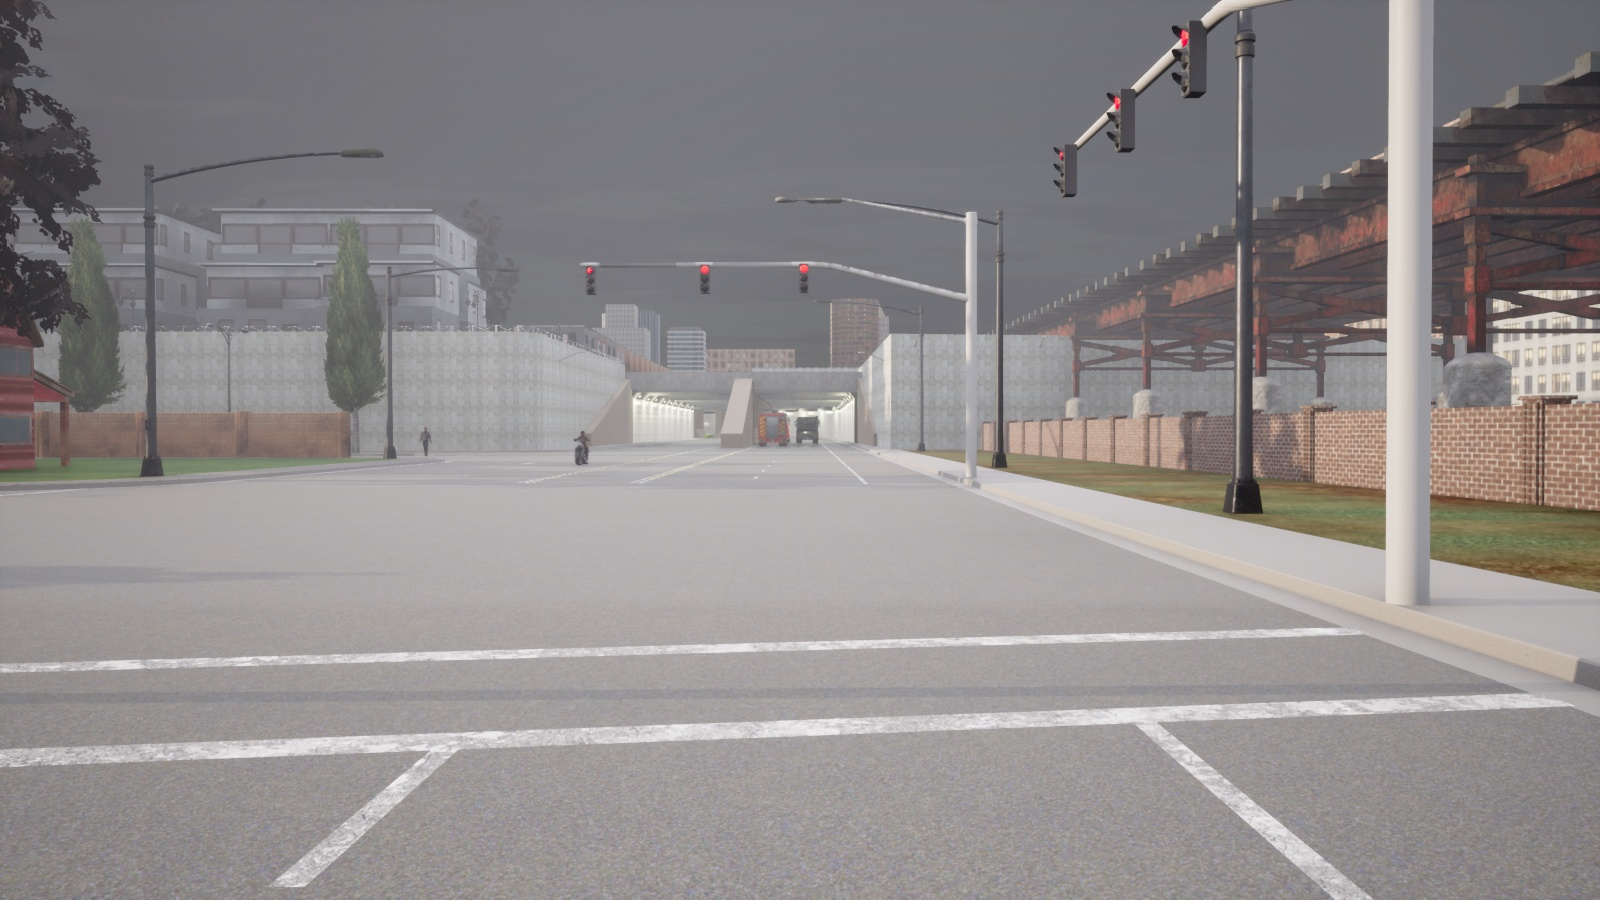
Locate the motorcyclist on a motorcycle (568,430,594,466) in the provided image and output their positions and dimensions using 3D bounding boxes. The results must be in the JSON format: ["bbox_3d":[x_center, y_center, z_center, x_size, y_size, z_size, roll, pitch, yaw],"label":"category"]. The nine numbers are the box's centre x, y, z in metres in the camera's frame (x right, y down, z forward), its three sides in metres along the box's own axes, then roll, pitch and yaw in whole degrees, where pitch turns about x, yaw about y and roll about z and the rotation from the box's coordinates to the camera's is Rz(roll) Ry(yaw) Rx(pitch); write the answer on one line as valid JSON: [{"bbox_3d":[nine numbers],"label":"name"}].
[{"bbox_3d":[-10.146,-0.106,58.295,0.766,1.649,2.350,0,1,0],"label":"motorcyclist on a motorcycle"}]

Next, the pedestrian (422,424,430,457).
[{"bbox_3d":[-22.247,-0.575,74.716,0.423,1.949,0.788,0,1,-13],"label":"pedestrian"}]
